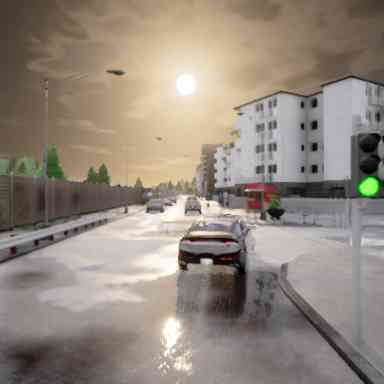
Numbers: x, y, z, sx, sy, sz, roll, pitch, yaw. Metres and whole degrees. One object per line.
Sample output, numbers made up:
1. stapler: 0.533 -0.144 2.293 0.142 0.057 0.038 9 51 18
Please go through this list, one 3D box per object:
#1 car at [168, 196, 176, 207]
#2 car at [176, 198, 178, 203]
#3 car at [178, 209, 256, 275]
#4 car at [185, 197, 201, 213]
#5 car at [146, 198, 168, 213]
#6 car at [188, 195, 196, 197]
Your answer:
1. car: -4.071 1.624 51.910 2.033 1.411 5.357 0 0 0
2. car: -4.004 1.584 67.586 1.837 1.490 4.892 0 0 0
3. car: 0.941 1.508 10.603 2.128 1.511 4.902 0 0 14
4. car: 0.099 1.602 37.300 2.033 1.411 5.357 0 0 0
5. car: -4.093 1.560 38.063 1.837 1.490 4.892 0 0 0
6. car: 0.001 1.445 64.346 2.097 1.767 4.553 0 0 0
